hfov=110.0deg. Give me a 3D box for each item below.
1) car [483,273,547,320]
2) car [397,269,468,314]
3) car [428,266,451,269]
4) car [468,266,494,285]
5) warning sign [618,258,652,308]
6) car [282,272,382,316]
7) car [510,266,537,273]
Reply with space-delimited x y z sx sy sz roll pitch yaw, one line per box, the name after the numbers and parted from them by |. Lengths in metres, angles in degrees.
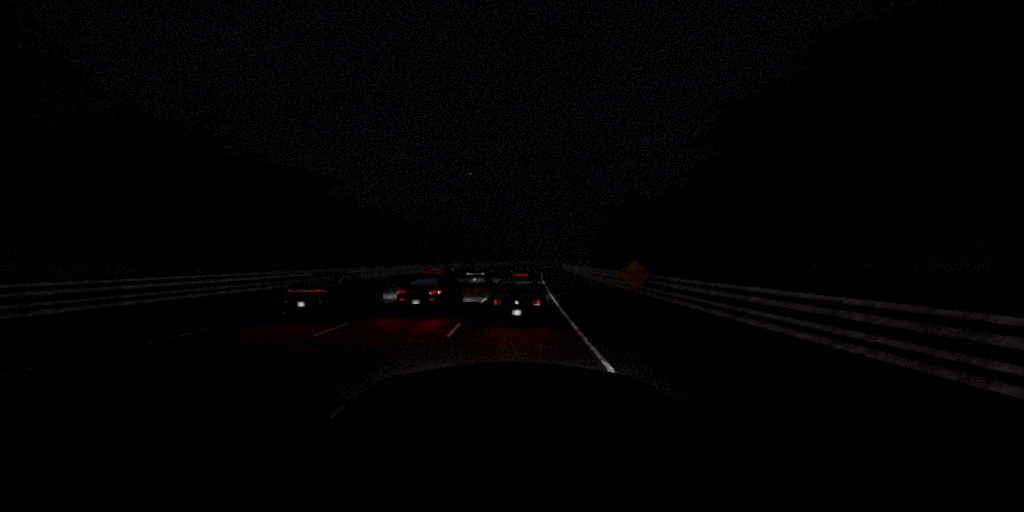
0.241 1.484 13.276 1.895 1.301 4.718 0 -1 2 | car
-3.205 1.422 14.616 1.812 1.442 4.674 0 0 2 | car
-6.002 1.551 30.209 1.882 1.535 5.008 0 0 4 | car
-2.589 1.551 28.803 2.128 1.511 4.902 0 -1 4 | car
4.756 1.008 13.914 1.300 1.860 1.060 0 0 2 | warning sign
-6.732 1.381 14.036 2.128 1.511 4.902 0 -1 2 | car
0.909 1.565 28.647 1.837 1.490 4.892 0 0 4 | car
